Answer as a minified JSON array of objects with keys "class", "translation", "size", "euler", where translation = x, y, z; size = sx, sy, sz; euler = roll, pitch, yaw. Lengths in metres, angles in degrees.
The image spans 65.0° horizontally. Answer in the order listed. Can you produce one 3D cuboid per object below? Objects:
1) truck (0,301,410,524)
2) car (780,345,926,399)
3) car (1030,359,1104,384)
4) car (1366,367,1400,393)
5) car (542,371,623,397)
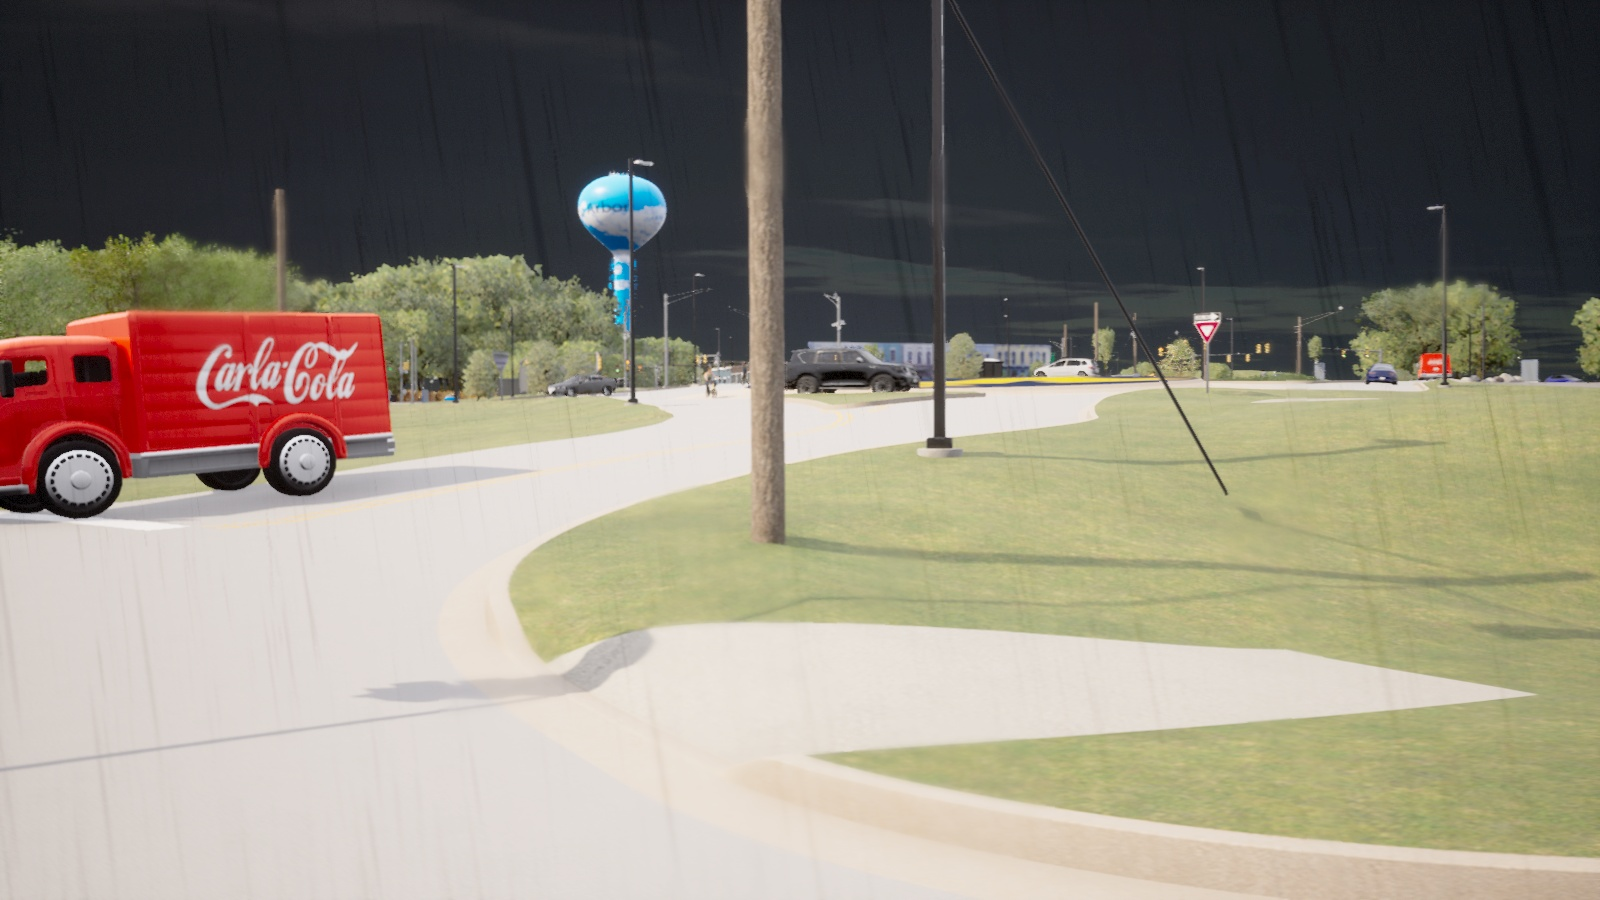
[{"class":"truck","translation":[-8.261,-0.608,16.574],"size":[2.627,2.467,5.204],"euler":[1,5,41]},{"class":"car","translation":[2.149,-3.146,51.417],"size":[5.566,2.045,2.150],"euler":[1,1,24]},{"class":"car","translation":[18.763,-5.545,88.405],"size":[4.611,1.667,2.242],"euler":[2,2,28]},{"class":"car","translation":[37.674,-4.565,81.231],"size":[1.812,1.442,4.674],"euler":[5,6,24]},{"class":"car","translation":[-14.183,-4.321,82.086],"size":[2.128,1.511,4.902],"euler":[2,6,44]}]
